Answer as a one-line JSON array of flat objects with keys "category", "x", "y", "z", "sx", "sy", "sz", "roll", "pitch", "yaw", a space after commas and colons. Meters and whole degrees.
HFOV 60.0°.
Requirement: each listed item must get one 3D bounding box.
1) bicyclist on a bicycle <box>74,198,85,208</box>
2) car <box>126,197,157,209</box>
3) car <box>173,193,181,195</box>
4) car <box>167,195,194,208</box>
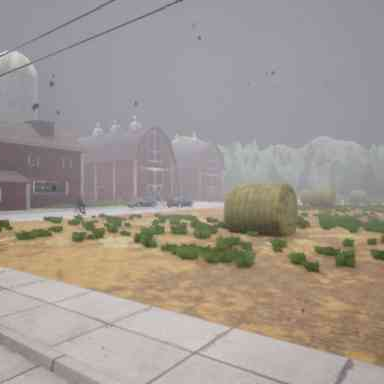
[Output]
[{"category": "bicyclist on a bicycle", "x": -9.874, "y": 1.323, "z": 29.290, "sx": 1.656, "sy": 1.620, "sz": 0.582, "roll": 0, "pitch": 0, "yaw": 35}, {"category": "car", "x": -7.019, "y": 1.544, "z": 46.547, "sx": 1.837, "sy": 1.490, "sz": 4.892, "roll": 0, "pitch": -1, "yaw": 35}, {"category": "car", "x": -2.658, "y": 1.190, "z": 60.069, "sx": 1.905, "sy": 1.878, "sz": 3.866, "roll": 6, "pitch": 1, "yaw": -8}, {"category": "car", "x": -1.607, "y": 1.537, "z": 48.082, "sx": 1.837, "sy": 1.490, "sz": 4.892, "roll": 0, "pitch": 0, "yaw": 35}]
